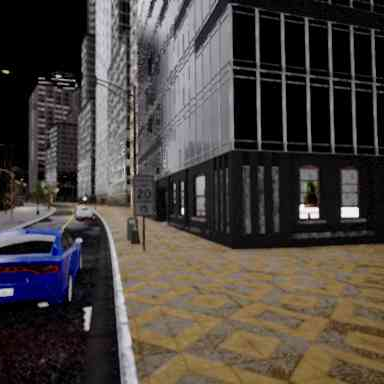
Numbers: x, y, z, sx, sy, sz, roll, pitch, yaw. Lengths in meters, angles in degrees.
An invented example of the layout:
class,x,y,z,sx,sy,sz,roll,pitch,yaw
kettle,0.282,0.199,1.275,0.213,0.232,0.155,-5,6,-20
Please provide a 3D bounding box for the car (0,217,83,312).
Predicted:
class,x,y,z,sx,sy,sz,roll,pitch,yaw
car,-3.785,1.612,8.057,1.882,1.535,5.008,0,-1,-14

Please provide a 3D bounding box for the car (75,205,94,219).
class,x,y,z,sx,sy,sz,roll,pitch,yaw
car,-12.292,2.350,37.830,1.812,1.442,4.674,0,-1,-17

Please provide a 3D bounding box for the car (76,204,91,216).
class,x,y,z,sx,sy,sz,roll,pitch,yaw
car,-15.528,2.522,47.484,1.882,1.535,5.008,0,-1,-19
